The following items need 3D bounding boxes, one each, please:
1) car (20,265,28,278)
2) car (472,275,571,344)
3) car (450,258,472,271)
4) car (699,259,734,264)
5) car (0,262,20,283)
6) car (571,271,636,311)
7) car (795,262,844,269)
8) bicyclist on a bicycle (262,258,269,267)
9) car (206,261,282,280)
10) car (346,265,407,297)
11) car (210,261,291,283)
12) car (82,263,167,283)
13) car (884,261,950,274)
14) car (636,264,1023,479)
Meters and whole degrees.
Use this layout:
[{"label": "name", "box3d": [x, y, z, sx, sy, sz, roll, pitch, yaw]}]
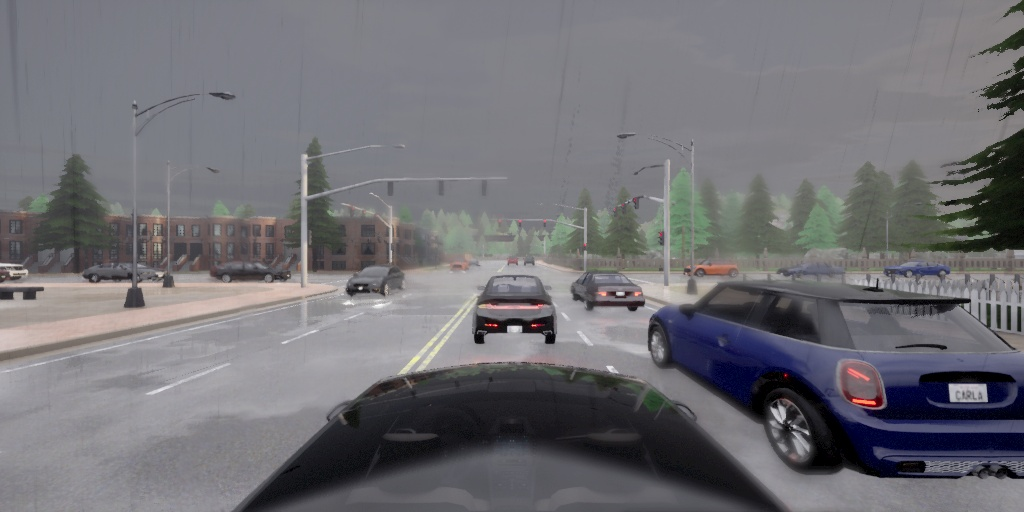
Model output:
[{"label": "car", "box3d": [-42.179, 0.971, 27.894, 5.566, 2.045, 2.150, 0, 0, -21]}, {"label": "car", "box3d": [0.076, 1.242, 9.549, 2.128, 1.511, 4.902, 0, 0, 1]}, {"label": "car", "box3d": [-7.014, 1.102, 48.342, 2.097, 1.767, 4.553, 0, 0, 0]}, {"label": "car", "box3d": [18.764, 1.102, 33.963, 4.553, 1.767, 2.097, 0, 0, 0]}, {"label": "car", "box3d": [-39.175, 1.228, 25.224, 5.008, 1.535, 1.882, 0, 0, -18]}, {"label": "car", "box3d": [3.606, 1.297, 14.376, 2.033, 1.411, 5.357, 0, 0, 0]}, {"label": "car", "box3d": [28.289, 1.297, 33.933, 5.357, 1.411, 2.033, 0, 0, 1]}, {"label": "bicyclist on a bicycle", "box3d": [-28.748, 1.053, 41.670, 0.582, 1.620, 1.656, 0, 0, -1]}, {"label": "car", "box3d": [-22.820, 1.228, 30.656, 5.008, 1.535, 1.882, 0, 0, -1]}, {"label": "car", "box3d": [-7.067, 1.255, 19.145, 1.837, 1.490, 4.892, 0, 0, 0]}, {"label": "car", "box3d": [-19.510, 1.228, 27.219, 5.008, 1.535, 1.882, 0, 0, -1]}, {"label": "car", "box3d": [-29.007, 1.241, 26.946, 4.902, 1.511, 2.128, 0, 0, -4]}, {"label": "car", "box3d": [38.167, 1.228, 33.901, 5.008, 1.535, 1.882, 0, 0, 0]}, {"label": "car", "box3d": [3.607, 1.102, 4.958, 2.097, 1.767, 4.553, 0, 0, 0]}]
